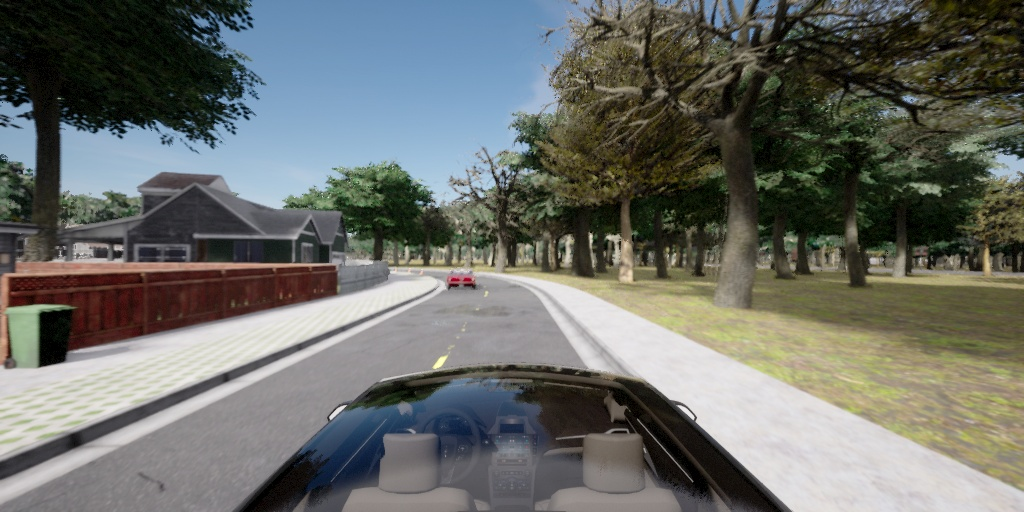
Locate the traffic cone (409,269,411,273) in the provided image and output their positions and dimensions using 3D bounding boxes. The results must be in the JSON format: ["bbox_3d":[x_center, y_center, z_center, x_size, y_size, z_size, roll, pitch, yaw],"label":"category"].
[{"bbox_3d":[-13.599,1.983,47.636,0.340,0.580,0.340,0,0,-36],"label":"traffic cone"}]

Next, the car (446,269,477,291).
[{"bbox_3d":[-3.369,1.528,24.133,1.895,1.301,4.718,0,0,-8],"label":"car"}]

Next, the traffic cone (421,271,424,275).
[{"bbox_3d":[-10.966,1.977,43.664,0.340,0.580,0.340,0,0,-31],"label":"traffic cone"}]

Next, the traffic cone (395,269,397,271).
[{"bbox_3d":[-16.593,1.983,51.341,0.340,0.580,0.340,0,0,-42],"label":"traffic cone"}]
